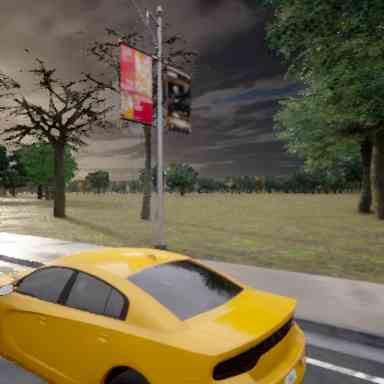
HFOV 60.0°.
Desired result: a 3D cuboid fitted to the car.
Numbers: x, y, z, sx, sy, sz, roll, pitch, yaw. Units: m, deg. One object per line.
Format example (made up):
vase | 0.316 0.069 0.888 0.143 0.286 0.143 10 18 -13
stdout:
car | -1.150 1.494 4.383 5.008 1.535 1.882 0 0 35
